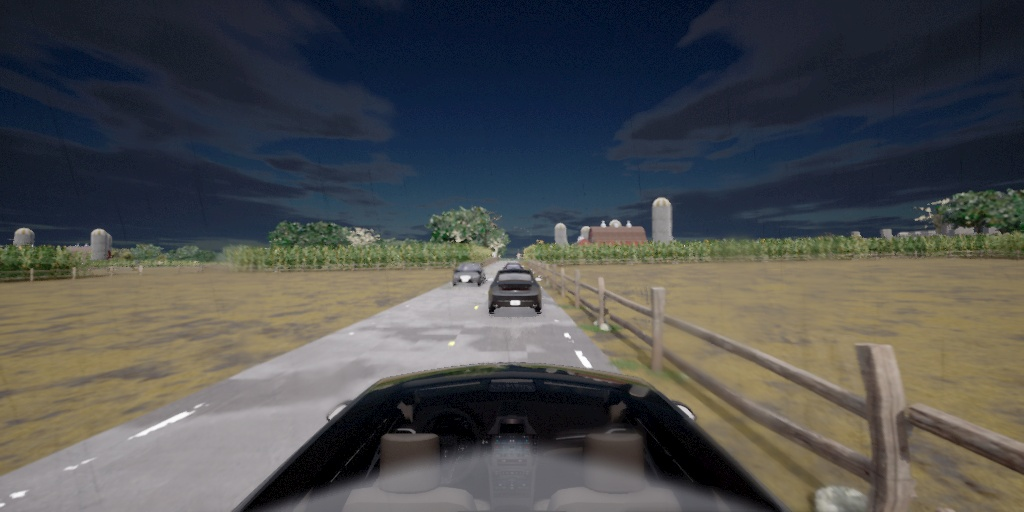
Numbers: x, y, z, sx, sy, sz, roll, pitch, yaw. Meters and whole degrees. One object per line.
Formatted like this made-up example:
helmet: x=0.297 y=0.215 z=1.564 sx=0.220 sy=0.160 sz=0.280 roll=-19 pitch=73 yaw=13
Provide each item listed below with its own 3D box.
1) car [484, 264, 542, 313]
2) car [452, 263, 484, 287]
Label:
car: x=0.103 y=1.246 z=13.910 sx=1.837 sy=1.490 sz=4.892 roll=0 pitch=0 yaw=0
car: x=-2.840 y=1.217 z=24.272 sx=2.128 sy=1.511 sz=4.902 roll=0 pitch=0 yaw=0
